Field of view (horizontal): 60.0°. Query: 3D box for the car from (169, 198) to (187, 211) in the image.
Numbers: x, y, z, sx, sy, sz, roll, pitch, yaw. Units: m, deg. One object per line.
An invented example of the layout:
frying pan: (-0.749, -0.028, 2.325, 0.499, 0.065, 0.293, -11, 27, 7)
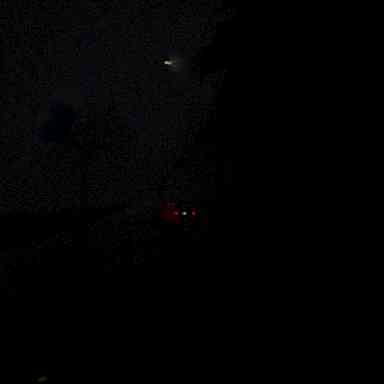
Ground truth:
car: (-1.785, 1.524, 41.596, 2.033, 1.411, 5.357, 0, 0, -5)

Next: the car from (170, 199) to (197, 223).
car: (-0.622, 1.508, 25.184, 2.033, 1.411, 5.357, 0, 0, -3)
